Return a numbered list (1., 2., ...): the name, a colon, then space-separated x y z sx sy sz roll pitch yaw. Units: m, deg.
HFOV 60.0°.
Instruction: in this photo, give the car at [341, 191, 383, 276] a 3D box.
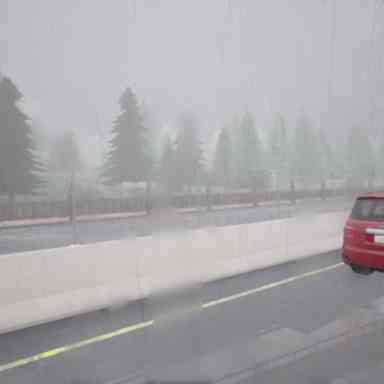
1. car: 5.918 0.943 8.309 5.566 2.045 2.150 -3 1 -38
